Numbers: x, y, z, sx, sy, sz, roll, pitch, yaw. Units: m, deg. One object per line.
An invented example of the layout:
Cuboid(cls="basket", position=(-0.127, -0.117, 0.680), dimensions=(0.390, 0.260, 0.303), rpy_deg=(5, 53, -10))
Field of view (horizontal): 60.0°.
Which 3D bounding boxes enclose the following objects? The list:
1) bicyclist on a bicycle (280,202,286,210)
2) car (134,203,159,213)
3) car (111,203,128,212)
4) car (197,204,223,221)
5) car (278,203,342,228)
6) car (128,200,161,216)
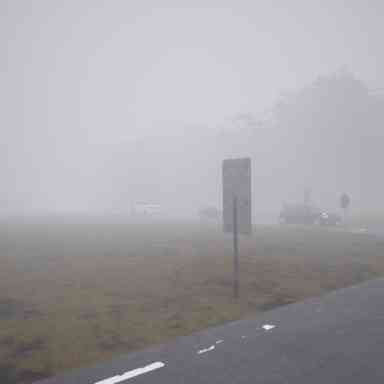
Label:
Cuboid(cls="bicyclist on a bicycle", position=(9.482, 1.843, 34.042), dimensions=(1.656, 1.620, 0.582), rpy_deg=(0, -1, -35))
Cuboid(cls="car", position=(-7.243, 2.493, 52.376), dimensions=(1.882, 1.535, 5.008), rpy_deg=(-1, -1, -35))
Cuboid(cls="car", position=(-13.290, 2.777, 60.845), dimensions=(2.128, 1.511, 4.902), rpy_deg=(-1, -1, -35))
Cuboid(cls="car", position=(2.532, 2.015, 33.530), dimensions=(1.882, 1.535, 5.008), rpy_deg=(-1, -1, -35))
Cuboid(cls="car", position=(8.700, 1.643, 24.744), dimensions=(2.097, 1.767, 4.553), rpy_deg=(-1, -1, -34))
Cuboid(cls="car", position=(-6.419, 2.129, 46.226), dimensions=(2.150, 2.045, 5.566), rpy_deg=(-1, 0, -35))
